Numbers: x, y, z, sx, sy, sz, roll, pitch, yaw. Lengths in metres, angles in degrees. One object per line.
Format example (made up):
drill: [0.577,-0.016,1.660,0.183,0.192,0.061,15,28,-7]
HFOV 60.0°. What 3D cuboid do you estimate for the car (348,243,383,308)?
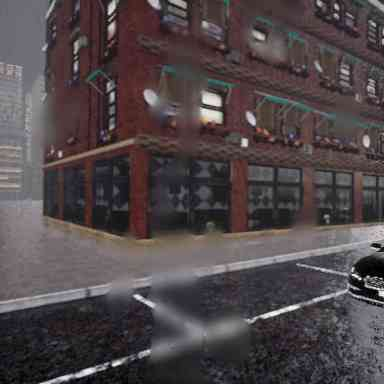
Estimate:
car: [5.302,1.527,7.147,4.892,1.490,1.837,0,0,-35]
